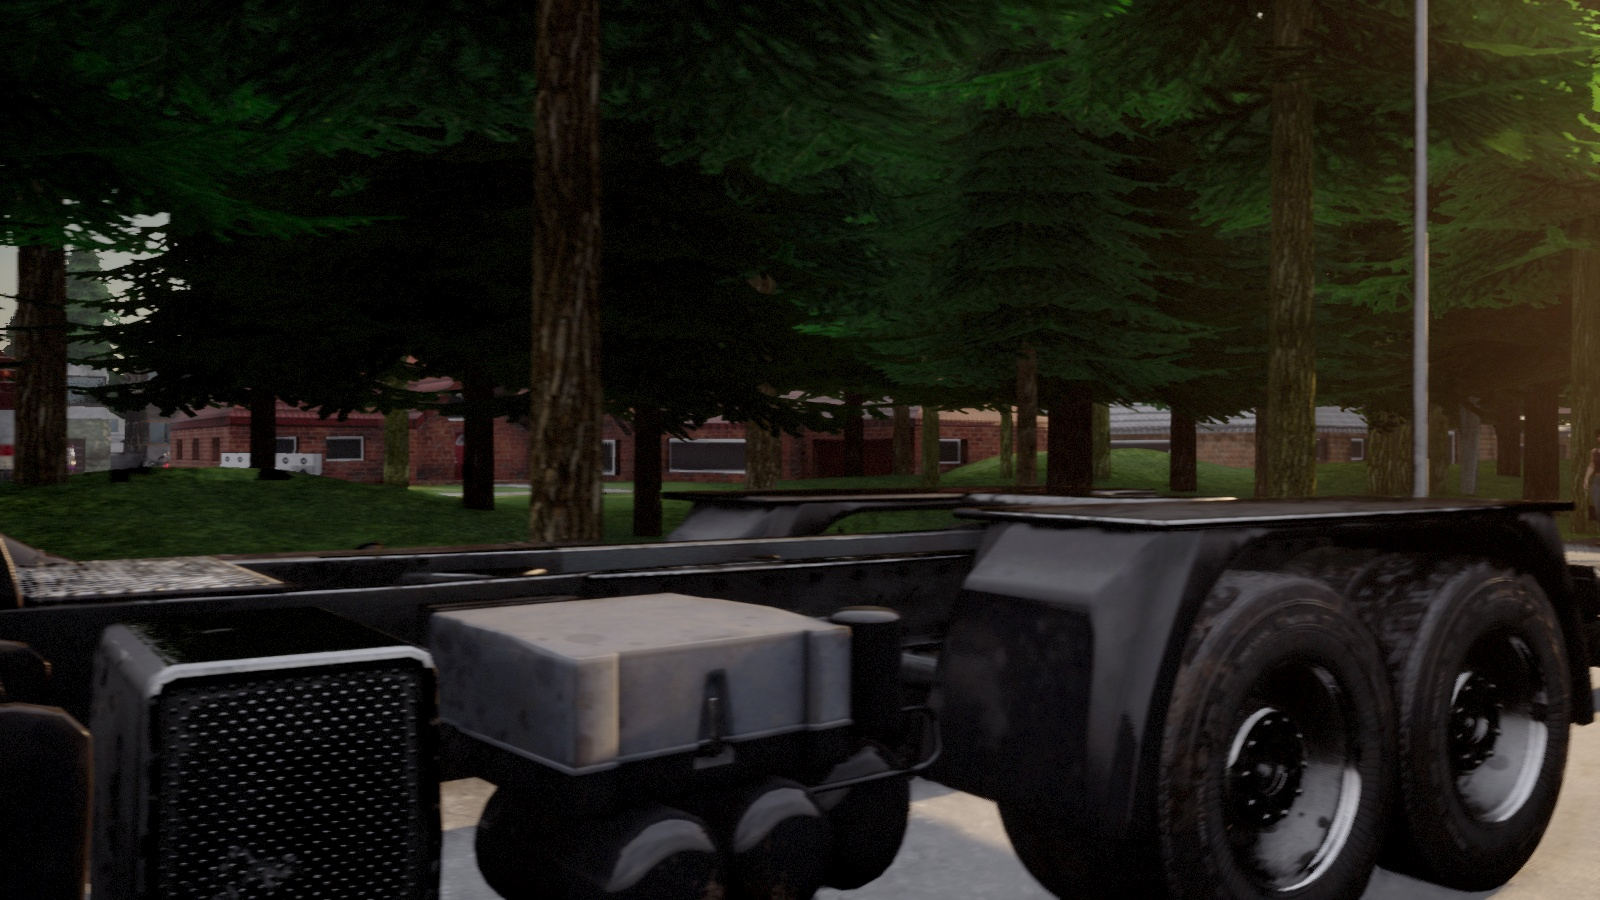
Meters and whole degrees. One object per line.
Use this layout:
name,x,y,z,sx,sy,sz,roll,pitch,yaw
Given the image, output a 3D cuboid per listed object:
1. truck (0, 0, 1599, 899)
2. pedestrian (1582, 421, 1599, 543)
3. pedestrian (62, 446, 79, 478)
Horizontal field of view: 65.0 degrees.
truck,-0.712,-0.226,3.777,7.936,3.462,2.891,0,0,-35
pedestrian,12.254,0.481,19.161,0.594,1.836,0.345,0,0,-35
pedestrian,-45.521,0.745,78.339,0.873,1.952,0.659,0,0,-35
